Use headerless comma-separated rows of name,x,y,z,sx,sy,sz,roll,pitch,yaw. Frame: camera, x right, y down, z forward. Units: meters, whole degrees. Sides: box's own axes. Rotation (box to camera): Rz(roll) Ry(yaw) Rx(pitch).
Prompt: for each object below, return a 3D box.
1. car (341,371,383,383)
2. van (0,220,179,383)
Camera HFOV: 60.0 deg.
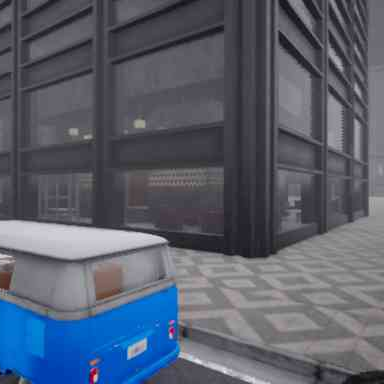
car,2.532,1.567,1.153,4.313,1.339,1.947,0,0,35
van,-2.060,1.338,4.428,3.998,1.788,1.690,0,0,35
